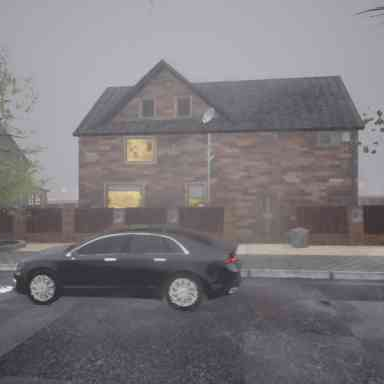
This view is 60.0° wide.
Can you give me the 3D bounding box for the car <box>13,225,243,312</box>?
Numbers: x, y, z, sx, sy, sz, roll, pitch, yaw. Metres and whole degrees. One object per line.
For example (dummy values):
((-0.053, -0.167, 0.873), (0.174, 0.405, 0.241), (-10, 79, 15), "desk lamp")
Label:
((-1.372, 1.497, 7.244), (4.892, 1.490, 1.837), (-1, 0, 10), "car")
